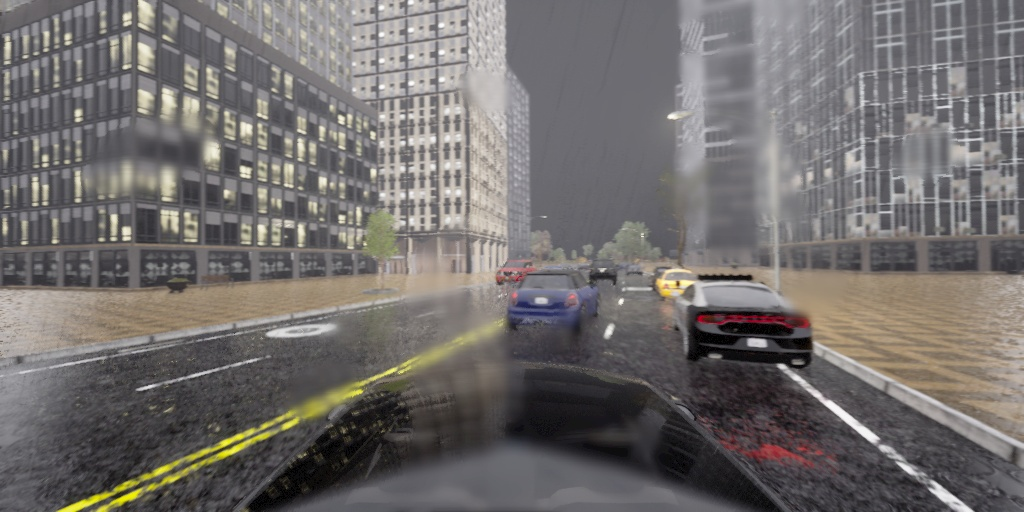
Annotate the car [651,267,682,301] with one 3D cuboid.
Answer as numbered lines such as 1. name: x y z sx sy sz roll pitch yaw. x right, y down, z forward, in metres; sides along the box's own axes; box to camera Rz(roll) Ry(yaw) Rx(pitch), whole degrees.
1. car: 8.193 1.341 17.871 1.801 1.575 5.366 -1 -1 18

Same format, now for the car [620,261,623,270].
1. car: 18.977 1.721 61.596 2.097 1.767 4.553 -1 -1 11

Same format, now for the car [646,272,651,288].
1. car: 10.016 1.447 23.487 1.837 1.490 4.892 -1 -1 18

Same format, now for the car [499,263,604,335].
1. car: 1.496 1.209 11.288 2.097 1.767 4.553 -1 -1 20

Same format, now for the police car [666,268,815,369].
1. police car: 4.822 1.216 8.204 1.930 1.638 5.238 -1 -1 20

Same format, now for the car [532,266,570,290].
1. car: 3.013 1.518 26.616 1.882 1.535 5.008 -1 -1 17

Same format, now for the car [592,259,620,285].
1. car: 7.682 1.267 30.095 2.150 2.045 5.566 -1 -1 16

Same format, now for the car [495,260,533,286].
1. car: 0.445 1.318 29.282 2.150 2.045 5.566 -1 -1 17

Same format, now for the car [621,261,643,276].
1. car: 15.028 1.719 44.393 2.033 1.411 5.357 -1 -1 14
